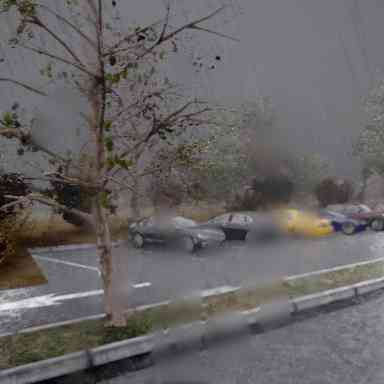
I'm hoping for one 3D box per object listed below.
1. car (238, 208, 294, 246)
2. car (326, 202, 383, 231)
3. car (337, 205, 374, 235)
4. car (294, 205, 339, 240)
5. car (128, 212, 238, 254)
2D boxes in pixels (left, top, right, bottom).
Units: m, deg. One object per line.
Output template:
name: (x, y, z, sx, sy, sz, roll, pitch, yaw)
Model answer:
car: (2.122, 1.721, 16.473, 4.892, 1.521, 2.231, -2, -1, 38)
car: (10.756, 1.535, 21.845, 4.553, 1.767, 2.185, -2, -2, 38)
car: (7.920, 1.708, 20.026, 4.792, 1.488, 2.163, -2, -2, 38)
car: (4.858, 1.702, 18.370, 5.366, 1.575, 1.946, -2, -1, 38)
car: (-0.773, 1.740, 14.702, 4.892, 1.521, 2.231, -2, -2, 38)
